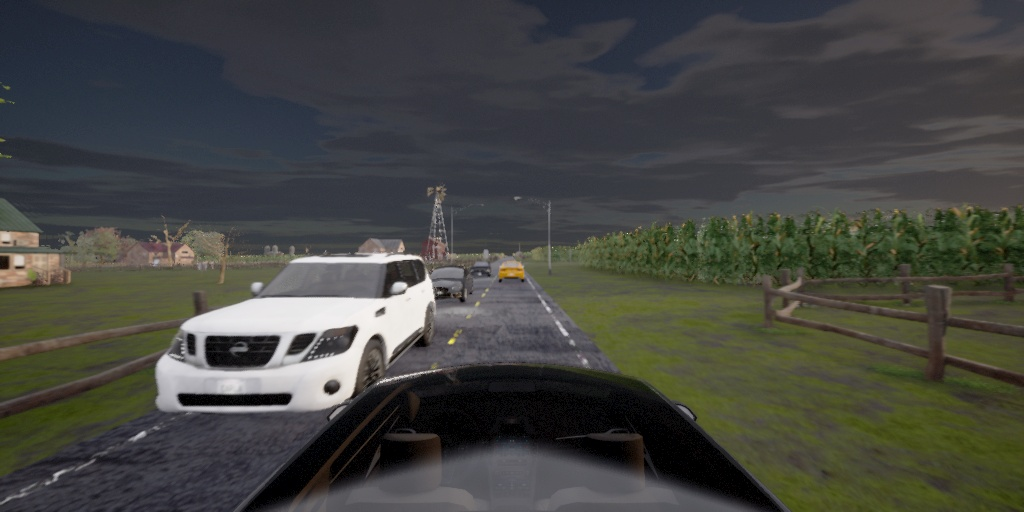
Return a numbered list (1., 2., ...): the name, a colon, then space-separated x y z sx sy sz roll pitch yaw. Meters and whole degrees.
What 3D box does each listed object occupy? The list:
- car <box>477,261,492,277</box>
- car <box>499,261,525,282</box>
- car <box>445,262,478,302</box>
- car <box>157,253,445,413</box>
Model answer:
1. car: -2.848 1.211 34.369 2.033 1.411 5.357 0 0 0
2. car: -0.018 1.154 28.269 1.882 1.535 5.008 0 0 0
3. car: -2.882 1.218 16.825 1.837 1.490 4.892 0 0 0
4. car: -2.857 0.963 6.400 2.150 2.045 5.566 0 0 0
